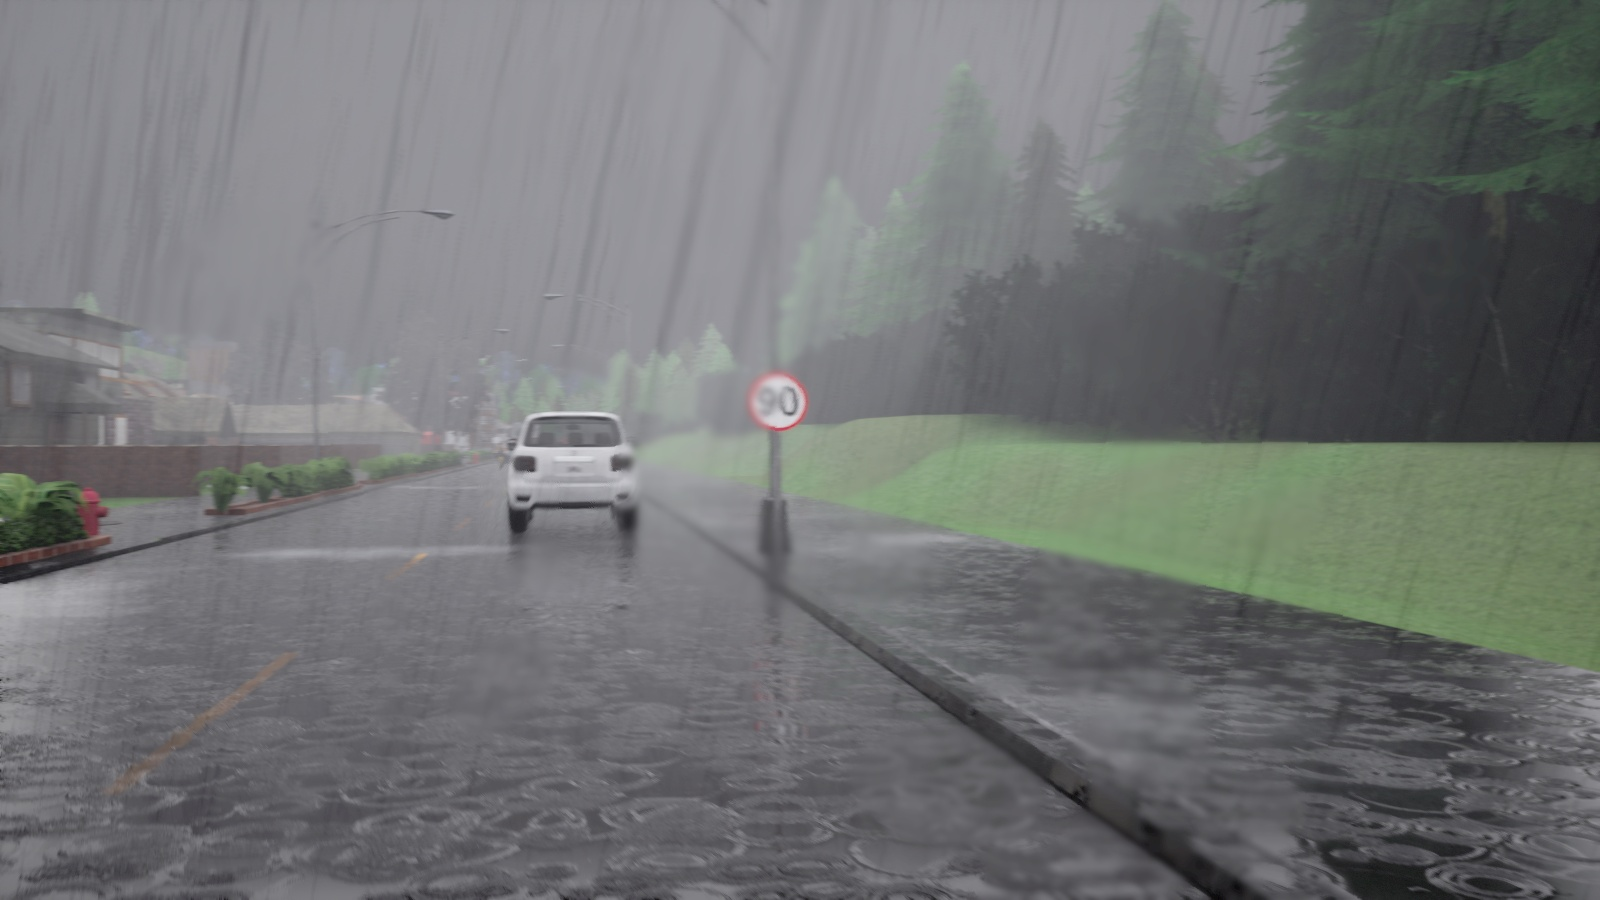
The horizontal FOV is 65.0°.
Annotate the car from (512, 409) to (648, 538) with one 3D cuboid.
[{"bbox_3d":[-4.011,0.350,22.924,2.150,2.045,5.566,0,1,-10],"label":"car"}]
